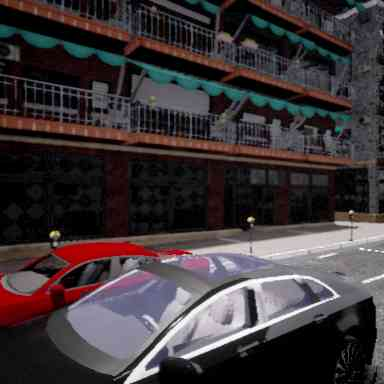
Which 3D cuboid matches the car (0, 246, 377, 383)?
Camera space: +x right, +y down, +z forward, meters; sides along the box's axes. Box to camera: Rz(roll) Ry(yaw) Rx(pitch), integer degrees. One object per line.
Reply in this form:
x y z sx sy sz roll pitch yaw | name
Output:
-0.031 1.479 3.357 4.902 1.511 2.128 0 0 -36 | car

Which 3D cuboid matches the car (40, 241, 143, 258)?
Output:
-1.722 1.534 5.317 4.507 1.381 1.887 0 1 -35 | car
